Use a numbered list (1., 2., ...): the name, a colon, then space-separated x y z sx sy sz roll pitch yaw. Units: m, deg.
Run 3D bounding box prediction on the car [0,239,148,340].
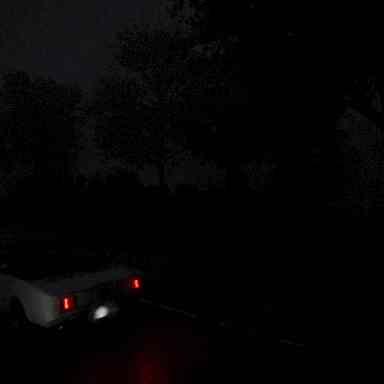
1. car: -3.141 1.608 6.629 4.718 1.301 1.895 0 0 39
